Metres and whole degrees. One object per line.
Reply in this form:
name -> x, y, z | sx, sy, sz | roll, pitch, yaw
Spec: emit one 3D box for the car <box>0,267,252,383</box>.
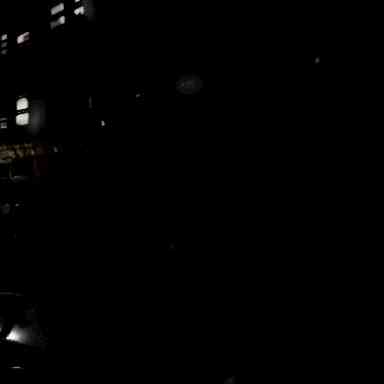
car -> -1.450, 1.564, 3.746 | 4.313, 1.339, 1.947 | 0, 1, 36
